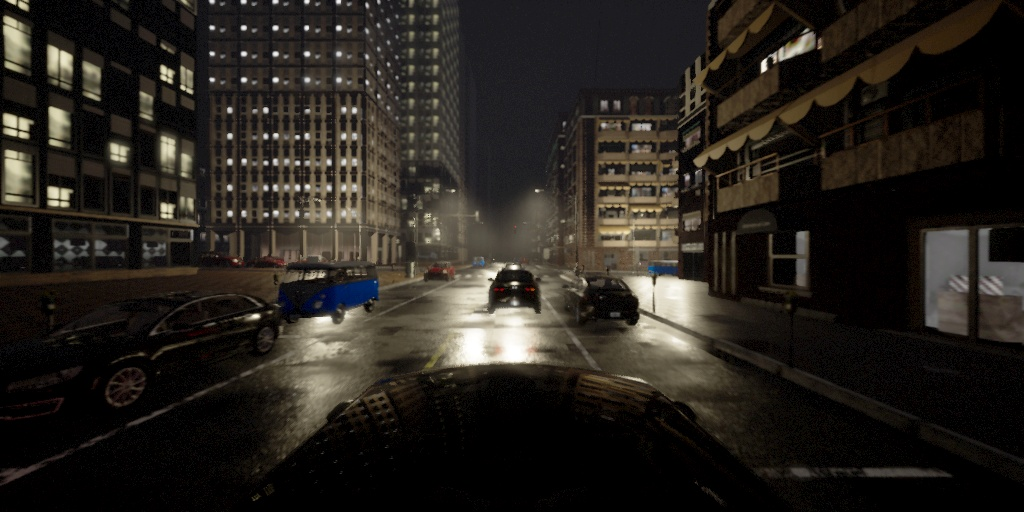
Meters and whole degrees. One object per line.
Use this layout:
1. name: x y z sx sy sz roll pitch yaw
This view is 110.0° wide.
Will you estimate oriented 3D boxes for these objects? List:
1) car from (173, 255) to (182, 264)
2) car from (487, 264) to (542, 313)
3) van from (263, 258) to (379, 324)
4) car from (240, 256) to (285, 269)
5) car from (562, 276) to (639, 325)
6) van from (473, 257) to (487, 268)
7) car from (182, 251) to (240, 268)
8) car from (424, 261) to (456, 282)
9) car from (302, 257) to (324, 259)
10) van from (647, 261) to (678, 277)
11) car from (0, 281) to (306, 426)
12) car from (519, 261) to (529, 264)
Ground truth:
1. car: -43.703 0.414 47.558 4.829 1.417 1.751 0 0 0
2. car: 0.098 1.242 13.814 1.837 1.490 4.892 0 0 0
3. van: -5.691 1.079 11.517 1.690 1.789 3.998 0 0 0
4. car: -26.724 0.814 39.215 4.207 1.307 1.802 0 0 0
5. car: 2.689 1.289 11.517 2.007 1.370 4.403 0 0 0
6. van: -5.694 1.037 60.937 1.690 1.789 3.998 0 0 0
7. car: -32.298 0.440 39.203 5.009 1.841 2.192 0 0 0
8. car: -5.693 1.161 28.463 1.967 1.591 4.097 0 0 0
9. car: -21.150 0.779 39.229 4.097 1.591 1.967 0 0 0
10. van: 16.909 1.413 39.181 3.998 1.789 1.690 0 0 0
11. car: -5.691 1.296 5.868 2.007 1.370 4.403 0 0 0
12. car: 0.097 1.286 27.393 1.994 1.385 4.181 0 0 0
